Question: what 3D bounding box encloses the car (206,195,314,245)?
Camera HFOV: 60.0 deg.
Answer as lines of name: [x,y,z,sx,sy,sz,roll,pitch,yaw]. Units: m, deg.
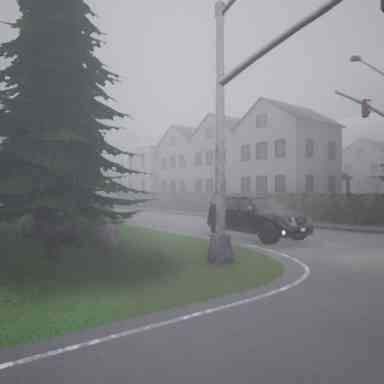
car: [2.972,1.189,15.905,2.150,2.045,5.566,0,0,-35]
